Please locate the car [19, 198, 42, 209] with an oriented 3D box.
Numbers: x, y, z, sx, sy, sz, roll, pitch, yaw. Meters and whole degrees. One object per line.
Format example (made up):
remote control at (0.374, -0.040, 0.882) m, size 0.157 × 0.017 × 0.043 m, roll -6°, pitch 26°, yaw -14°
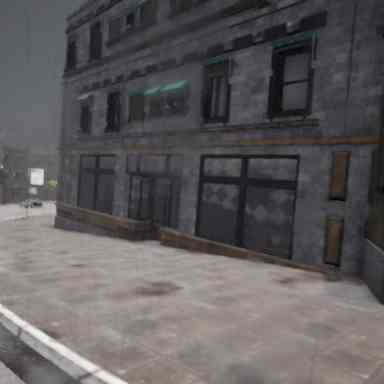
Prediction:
car at (-24.721, 1.689, 51.074) m, size 2.128 × 1.511 × 4.902 m, roll 4°, pitch -1°, yaw -3°
